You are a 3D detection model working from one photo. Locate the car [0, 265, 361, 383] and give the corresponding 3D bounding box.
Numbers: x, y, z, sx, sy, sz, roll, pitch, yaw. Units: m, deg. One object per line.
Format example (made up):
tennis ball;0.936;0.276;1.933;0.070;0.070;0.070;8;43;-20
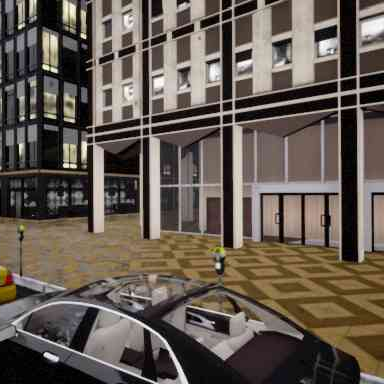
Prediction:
car;-0.680;1.551;3.367;4.403;1.369;2.008;0;0;36
